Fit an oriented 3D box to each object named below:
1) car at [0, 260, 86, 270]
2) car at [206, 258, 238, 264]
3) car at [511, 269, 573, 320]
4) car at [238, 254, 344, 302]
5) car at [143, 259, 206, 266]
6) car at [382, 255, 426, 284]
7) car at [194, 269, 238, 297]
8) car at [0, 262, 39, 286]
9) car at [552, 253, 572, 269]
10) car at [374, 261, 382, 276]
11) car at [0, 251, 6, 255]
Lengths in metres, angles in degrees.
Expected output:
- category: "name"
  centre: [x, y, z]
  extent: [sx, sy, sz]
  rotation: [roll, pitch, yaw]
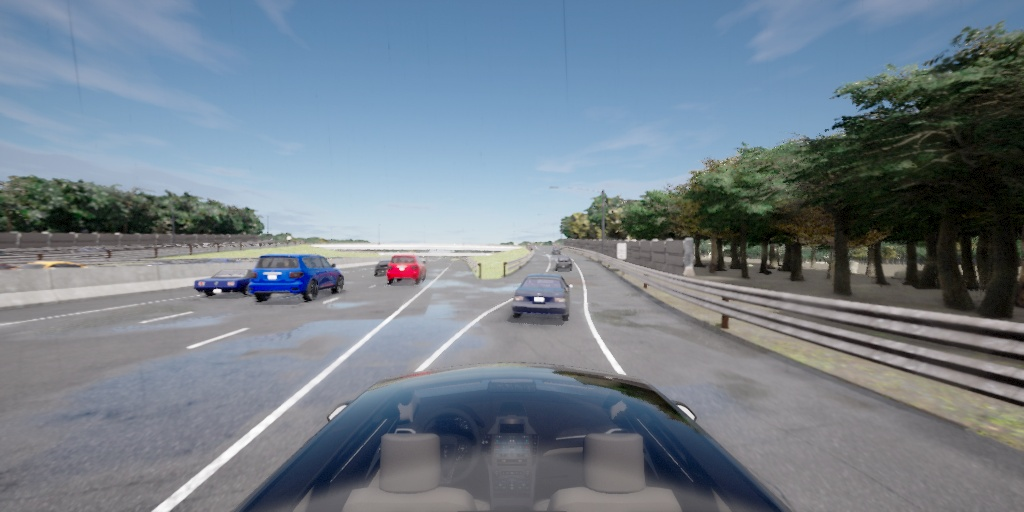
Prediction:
- category: "car"
  centre: [-28.301, 1.085, 21.716]
  extent: [1.882, 1.535, 5.008]
  rotation: [0, 0, -8]
- category: "car"
  centre: [-30.450, 1.022, 37.448]
  extent: [1.882, 1.535, 5.008]
  rotation: [0, 0, -8]
- category: "car"
  centre: [1.194, 1.357, 13.029]
  extent: [2.033, 1.411, 5.357]
  rotation: [1, -1, 9]
- category: "car"
  centre: [-9.769, 0.924, 16.741]
  extent: [2.150, 2.045, 5.566]
  rotation: [0, 0, -8]
- category: "car"
  centre: [-25.360, 1.113, 26.087]
  extent: [2.128, 1.511, 4.902]
  rotation: [0, 0, -8]
- category: "car"
  centre: [-7.634, 0.940, 26.339]
  extent: [2.150, 2.045, 5.566]
  rotation: [0, 0, -8]
- category: "car"
  centre: [-13.511, 1.284, 18.291]
  extent: [1.895, 1.301, 4.718]
  rotation: [0, 0, -8]
- category: "car"
  centre: [-31.760, 1.115, 21.182]
  extent: [1.812, 1.442, 4.674]
  rotation: [0, 0, -8]
- category: "car"
  centre: [5.859, 0.789, 40.609]
  extent: [2.128, 1.511, 4.902]
  rotation: [0, 3, 8]
- category: "car"
  centre: [-12.372, 1.171, 35.846]
  extent: [1.837, 1.490, 4.892]
  rotation: [0, 0, -8]
- category: "car"
  centre: [-49.752, 0.151, 33.166]
  extent: [2.097, 1.767, 4.553]
  rotation: [1, 2, -24]
